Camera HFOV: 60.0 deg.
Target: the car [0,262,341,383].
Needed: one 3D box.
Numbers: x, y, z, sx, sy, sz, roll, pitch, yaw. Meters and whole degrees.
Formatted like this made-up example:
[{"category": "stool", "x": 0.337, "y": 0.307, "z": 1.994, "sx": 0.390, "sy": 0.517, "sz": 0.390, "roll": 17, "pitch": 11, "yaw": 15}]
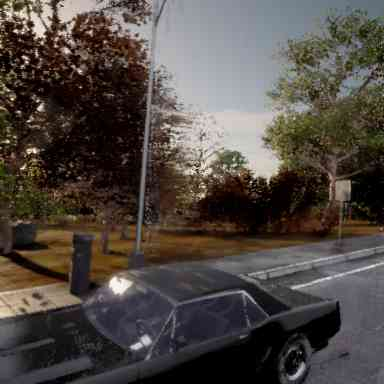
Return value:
[{"category": "car", "x": -0.443, "y": 1.604, "z": 3.710, "sx": 4.718, "sy": 1.301, "sz": 1.895, "roll": 0, "pitch": 0, "yaw": -36}]
